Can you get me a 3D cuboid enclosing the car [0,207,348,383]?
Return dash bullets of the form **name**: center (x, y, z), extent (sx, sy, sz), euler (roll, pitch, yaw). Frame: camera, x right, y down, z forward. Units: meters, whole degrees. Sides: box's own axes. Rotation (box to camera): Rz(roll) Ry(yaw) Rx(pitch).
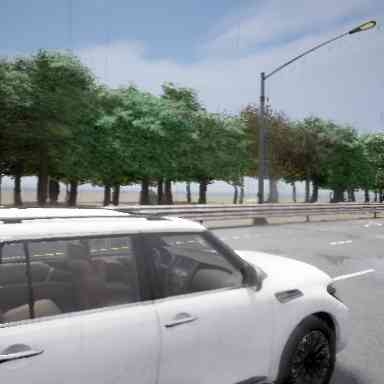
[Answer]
- **car**: center (-0.763, 1.187, 3.364), extent (5.566, 2.045, 2.150), euler (1, 0, -35)
